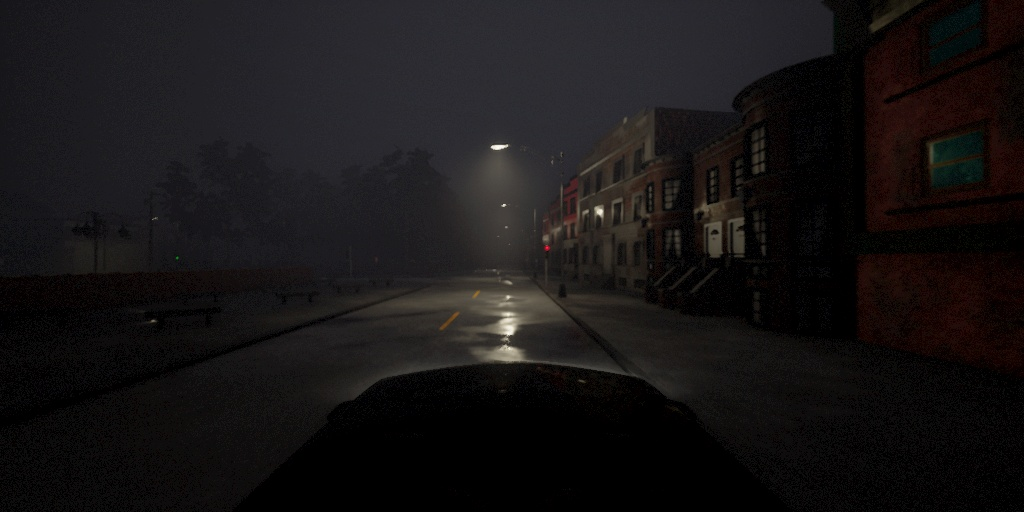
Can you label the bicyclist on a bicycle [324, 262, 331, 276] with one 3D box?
[{"bbox_3d":[-21.919,1.542,42.621,0.582,1.620,1.656,0,0,0],"label":"bicyclist on a bicycle"}]
